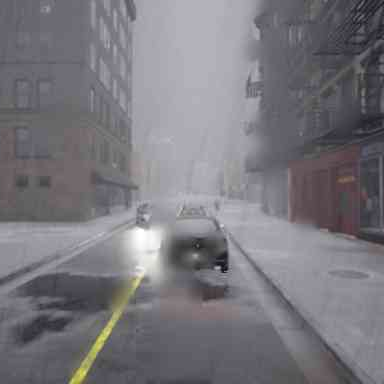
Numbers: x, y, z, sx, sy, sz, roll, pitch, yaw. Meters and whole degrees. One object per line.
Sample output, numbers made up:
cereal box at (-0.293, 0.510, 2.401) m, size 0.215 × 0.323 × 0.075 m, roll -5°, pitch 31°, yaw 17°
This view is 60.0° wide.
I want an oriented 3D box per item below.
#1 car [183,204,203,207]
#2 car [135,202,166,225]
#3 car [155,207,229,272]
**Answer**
car at (0.082, 1.599, 27.015) m, size 1.895 × 1.301 × 4.718 m, roll 0°, pitch 0°, yaw 0°
car at (-2.848, 1.493, 23.938) m, size 2.128 × 1.511 × 4.902 m, roll 0°, pitch 0°, yaw 0°
car at (0.081, 1.484, 10.842) m, size 1.882 × 1.535 × 5.008 m, roll 0°, pitch 0°, yaw 0°
